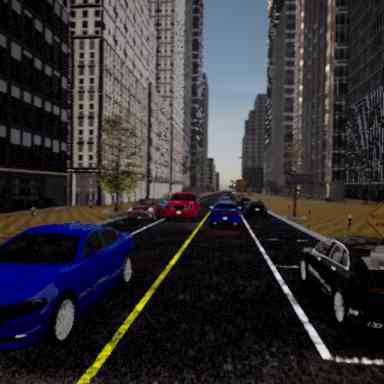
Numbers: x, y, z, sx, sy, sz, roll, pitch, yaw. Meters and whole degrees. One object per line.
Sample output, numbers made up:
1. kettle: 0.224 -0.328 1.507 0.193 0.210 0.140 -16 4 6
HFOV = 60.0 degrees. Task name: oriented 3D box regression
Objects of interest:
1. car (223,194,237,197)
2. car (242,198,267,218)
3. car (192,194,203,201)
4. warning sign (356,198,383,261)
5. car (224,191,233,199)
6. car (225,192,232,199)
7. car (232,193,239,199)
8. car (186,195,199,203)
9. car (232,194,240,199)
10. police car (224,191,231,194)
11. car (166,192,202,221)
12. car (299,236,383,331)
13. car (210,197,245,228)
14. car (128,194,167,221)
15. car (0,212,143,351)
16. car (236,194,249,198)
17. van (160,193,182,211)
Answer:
1. car: 4.221 1.318 41.713 2.033 1.411 5.357 1 0 6
2. car: 5.555 1.453 29.212 1.947 1.339 4.313 1 0 6
3. car: 1.221 1.073 69.353 1.947 1.339 4.313 1 0 6
4. warning sign: 6.058 1.149 10.453 1.300 1.860 1.060 2 1 6
5. car: 9.273 0.745 85.546 2.150 2.045 5.566 0 0 6
6. car: 10.128 0.954 91.662 1.801 1.575 5.366 1 0 6
7. car: 11.864 1.060 91.130 1.752 1.417 4.829 1 0 6
8. car: 0.078 1.153 58.130 1.802 1.307 4.206 1 0 6
9. car: 11.274 1.113 85.348 1.887 1.381 4.507 1 0 6
10. police car: 8.202 1.012 75.651 1.930 1.638 5.238 1 0 1
11. car: -0.622 1.023 25.471 2.150 2.045 5.566 1 1 6
12. car: 3.395 1.563 6.747 2.008 1.369 4.403 0 0 6
13. car: 2.181 1.359 21.617 1.882 1.535 5.008 1 0 6
14. car: -3.352 1.200 24.455 1.967 1.590 4.097 1 0 6
15. car: -2.572 1.382 6.486 1.882 1.535 5.008 1 0 6
16. car: 7.271 1.359 46.053 1.947 1.339 4.313 1 0 6
17. van: -2.208 1.039 35.679 1.690 1.788 3.998 1 0 6
